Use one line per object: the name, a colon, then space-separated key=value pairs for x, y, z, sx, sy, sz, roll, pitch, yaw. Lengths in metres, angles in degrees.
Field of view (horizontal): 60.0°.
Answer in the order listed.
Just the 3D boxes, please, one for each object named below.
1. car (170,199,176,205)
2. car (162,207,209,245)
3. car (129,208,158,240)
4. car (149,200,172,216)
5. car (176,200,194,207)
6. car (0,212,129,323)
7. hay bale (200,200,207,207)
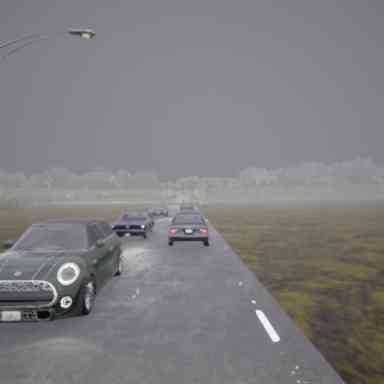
car: x=-3.975 y=2.131 z=69.071 sx=1.895 sy=1.301 sz=4.718 roll=0 pitch=0 yaw=-1
car: x=-0.176 y=1.700 z=16.327 sx=2.033 sy=1.411 sz=5.357 roll=0 pitch=-1 yaw=-1
car: x=-3.152 y=1.782 z=18.313 sx=1.895 sy=1.301 sz=4.718 roll=0 pitch=-1 yaw=-1
car: x=-3.360 y=1.842 z=34.825 sx=1.837 sy=1.490 sz=4.892 roll=0 pitch=-1 yaw=-1
car: x=-0.723 y=1.891 z=46.829 sx=2.128 sy=1.511 sz=4.902 roll=0 pitch=0 yaw=-1
car: x=-2.971 y=1.436 z=7.644 sx=2.097 sy=1.767 sz=4.553 roll=0 pitch=-1 yaw=-1
hay bale: x=2.064 y=2.129 z=60.729 sx=1.220 sy=1.180 sz=1.240 roll=1 pitch=1 yaw=-1
